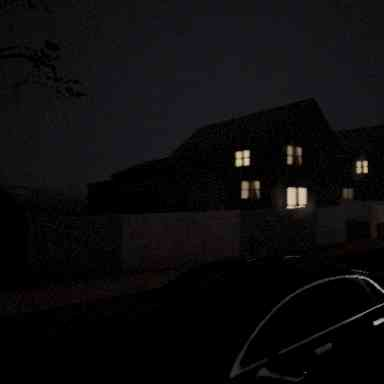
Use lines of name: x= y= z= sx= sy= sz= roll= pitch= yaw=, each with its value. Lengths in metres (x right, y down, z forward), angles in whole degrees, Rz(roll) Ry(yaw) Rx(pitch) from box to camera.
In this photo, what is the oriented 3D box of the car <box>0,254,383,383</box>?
car: x=0.641 y=1.528 z=3.529 sx=4.892 sy=1.490 sz=1.837 roll=1 pitch=-1 yaw=-36
